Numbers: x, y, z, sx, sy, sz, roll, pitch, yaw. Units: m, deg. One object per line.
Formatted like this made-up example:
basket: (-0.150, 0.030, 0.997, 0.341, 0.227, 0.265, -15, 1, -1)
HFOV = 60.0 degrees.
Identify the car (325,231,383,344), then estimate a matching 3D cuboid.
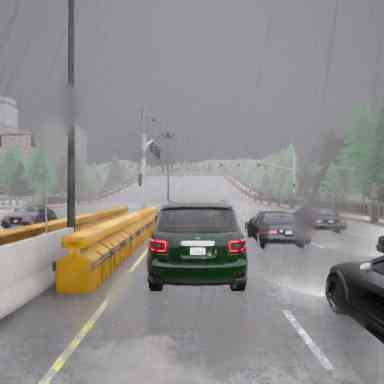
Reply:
car: (3.610, 1.564, 4.890, 1.994, 1.385, 4.181, 0, 0, 0)

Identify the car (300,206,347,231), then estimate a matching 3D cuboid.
car: (7.127, 1.548, 19.520, 2.033, 1.411, 5.357, 0, 0, 0)

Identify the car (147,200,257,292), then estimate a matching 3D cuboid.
car: (0.114, 1.222, 9.065, 2.150, 2.045, 5.566, 0, 0, 0)

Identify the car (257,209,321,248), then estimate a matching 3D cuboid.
car: (3.621, 1.548, 14.859, 2.033, 1.411, 5.357, 0, 0, 0)

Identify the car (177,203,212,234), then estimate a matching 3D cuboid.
car: (0.129, 1.507, 20.244, 1.837, 1.490, 4.892, 0, 1, 0)
